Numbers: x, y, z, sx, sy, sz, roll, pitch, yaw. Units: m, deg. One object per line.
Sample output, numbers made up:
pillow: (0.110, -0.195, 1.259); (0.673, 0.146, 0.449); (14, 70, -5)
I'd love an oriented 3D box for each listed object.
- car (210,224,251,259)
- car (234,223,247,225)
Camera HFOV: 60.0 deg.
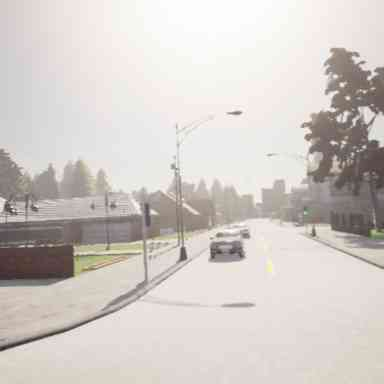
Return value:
car: (2.207, 2.983, 19.825); (2.128, 1.511, 4.902); (-4, -5, 11)
car: (5.069, 3.992, 34.436); (2.128, 1.511, 4.902); (-4, -5, 11)
